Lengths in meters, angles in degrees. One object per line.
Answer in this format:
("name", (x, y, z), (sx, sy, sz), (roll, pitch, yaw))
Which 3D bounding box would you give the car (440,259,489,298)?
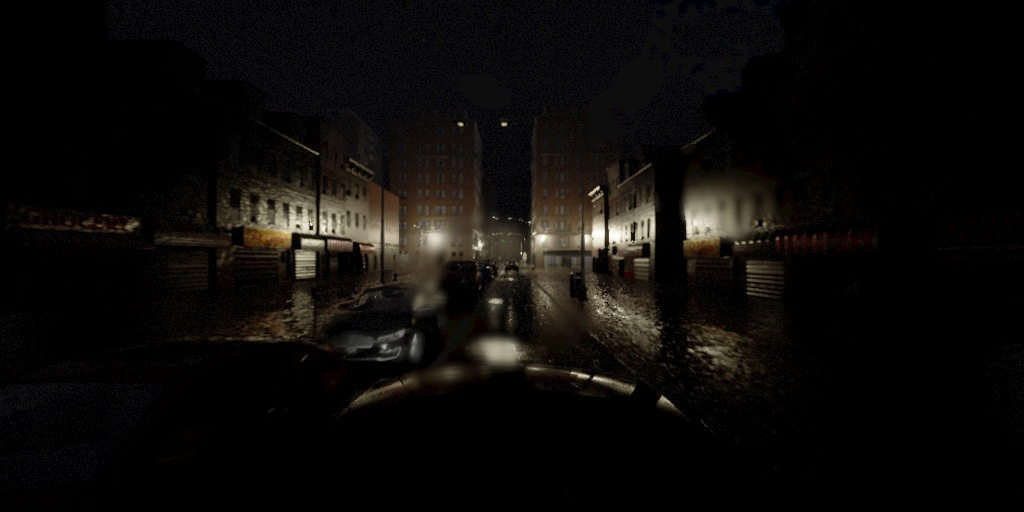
("car", (-2.639, 1.140, 19.326), (2.192, 1.841, 5.009), (0, 0, 0))

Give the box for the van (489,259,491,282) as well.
("van", (-2.640, 1.195, 24.940), (1.690, 1.789, 3.998), (0, 0, 0))

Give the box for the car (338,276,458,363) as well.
("car", (-2.638, 1.325, 8.100), (2.007, 1.370, 4.403), (0, 0, 0))

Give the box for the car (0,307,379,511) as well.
("car", (-2.638, 1.335, 2.486), (1.802, 1.307, 4.207), (0, 0, 0))

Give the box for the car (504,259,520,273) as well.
("car", (0.004, 1.507, 49.942), (1.837, 1.490, 4.892), (0, 0, 0))

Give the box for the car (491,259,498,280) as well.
("car", (-2.640, 1.199, 30.553), (2.192, 1.841, 5.009), (0, 0, 0))
